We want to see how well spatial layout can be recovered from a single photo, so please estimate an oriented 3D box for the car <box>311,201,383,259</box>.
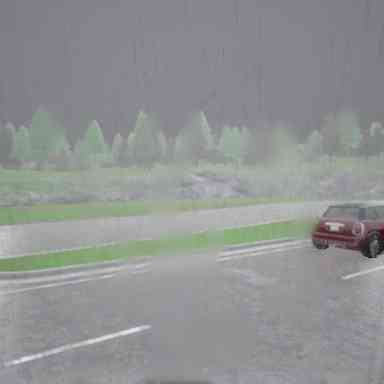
[{"bbox_3d":[6.484,1.175,12.002,4.553,1.767,2.097,-1,0,-31],"label":"car"}]
